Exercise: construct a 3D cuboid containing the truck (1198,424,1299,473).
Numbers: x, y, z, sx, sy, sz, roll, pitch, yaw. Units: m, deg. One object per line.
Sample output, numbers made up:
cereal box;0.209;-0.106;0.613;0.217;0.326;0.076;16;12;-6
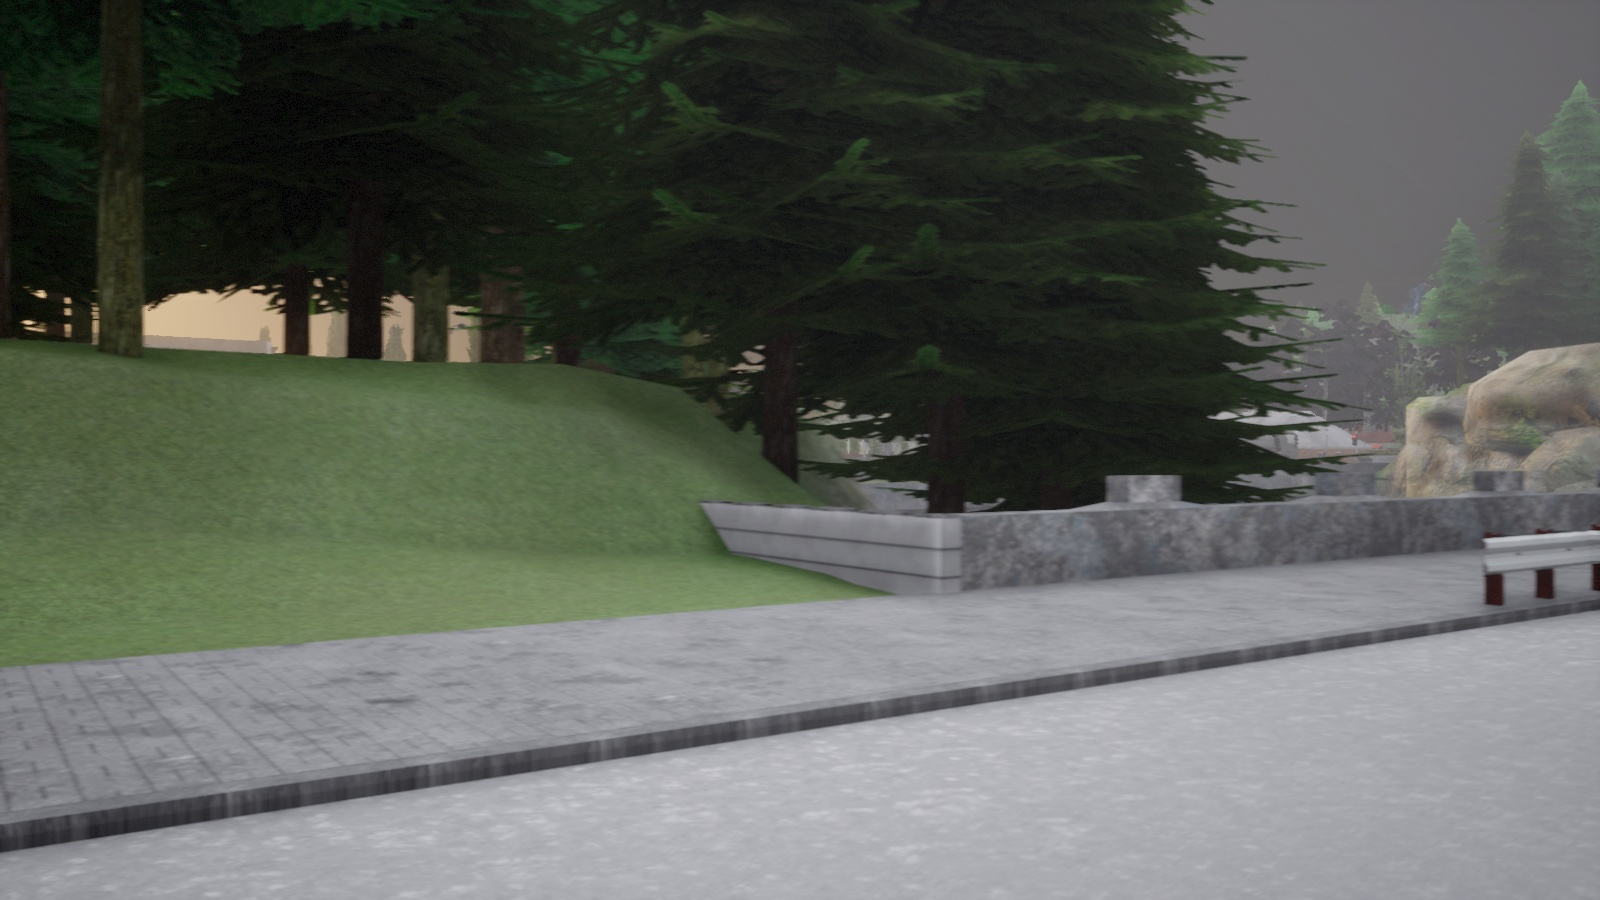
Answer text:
truck;33.079;-0.075;92.474;7.936;3.462;2.891;0;0;-35
